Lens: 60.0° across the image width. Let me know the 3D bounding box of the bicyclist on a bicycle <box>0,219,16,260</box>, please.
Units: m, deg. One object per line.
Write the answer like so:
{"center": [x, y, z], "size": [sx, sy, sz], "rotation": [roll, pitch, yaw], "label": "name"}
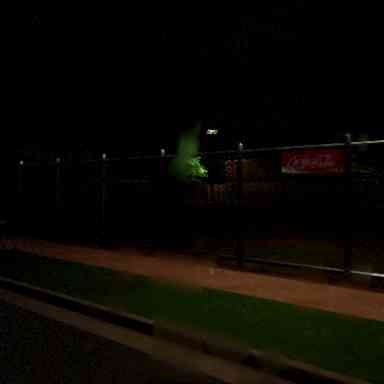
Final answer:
{"center": [-5.780, 1.189, 9.399], "size": [0.582, 1.620, 1.656], "rotation": [1, 0, 34], "label": "bicyclist on a bicycle"}
